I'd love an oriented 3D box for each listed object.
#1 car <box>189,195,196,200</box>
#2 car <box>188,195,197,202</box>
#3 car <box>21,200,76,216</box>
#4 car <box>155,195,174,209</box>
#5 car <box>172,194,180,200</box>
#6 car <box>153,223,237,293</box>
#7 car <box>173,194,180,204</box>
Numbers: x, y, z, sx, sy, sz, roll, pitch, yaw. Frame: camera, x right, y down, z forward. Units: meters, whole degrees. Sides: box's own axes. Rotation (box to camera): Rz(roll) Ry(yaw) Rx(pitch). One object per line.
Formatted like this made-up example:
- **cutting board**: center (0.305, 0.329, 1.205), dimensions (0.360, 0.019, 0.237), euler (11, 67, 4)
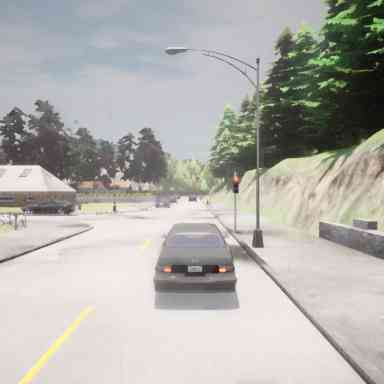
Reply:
- **car**: center (0.156, 1.408, 86.111), dimensions (1.812, 1.442, 4.674), euler (0, 0, 0)
- **car**: center (0.137, 1.516, 75.751), dimensions (2.128, 1.511, 4.902), euler (0, 0, 0)
- **car**: center (-13.551, 1.504, 31.538), dimensions (4.892, 1.490, 1.837), euler (0, 1, -1)
- **car**: center (-4.014, 1.491, 46.298), dimensions (2.128, 1.511, 4.902), euler (0, 0, 0)
- **car**: center (-3.853, 1.207, 81.018), dimensions (1.882, 1.535, 5.008), euler (0, 0, 0)
- **car**: center (0.075, 1.547, 8.997), dimensions (2.033, 1.411, 5.357), euler (0, 0, 0)
- **car**: center (-3.930, 1.565, 64.768), dimensions (1.994, 1.385, 4.181), euler (0, 0, 1)
